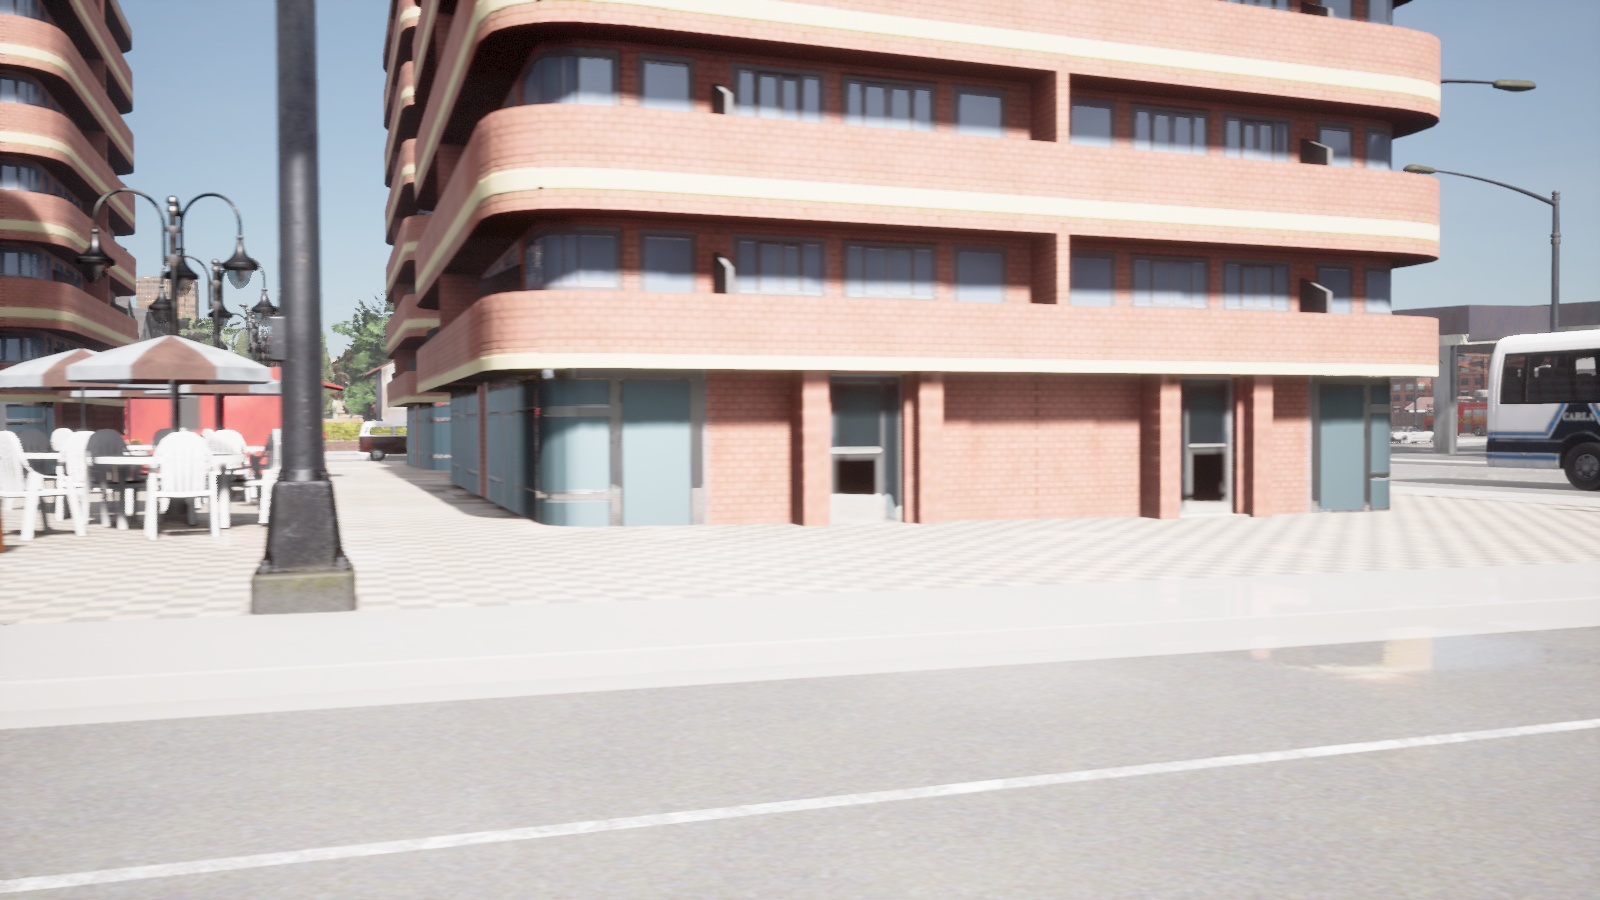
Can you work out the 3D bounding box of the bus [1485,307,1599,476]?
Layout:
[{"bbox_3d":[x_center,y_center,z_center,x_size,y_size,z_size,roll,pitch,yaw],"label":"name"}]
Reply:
[{"bbox_3d":[22.853,-1.525,30.810,3.944,4.253,10.273,-2,1,-24],"label":"bus"}]

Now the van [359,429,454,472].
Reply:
[{"bbox_3d":[-20.207,-0.002,64.441,4.480,2.038,2.069,-2,1,-21],"label":"van"}]
